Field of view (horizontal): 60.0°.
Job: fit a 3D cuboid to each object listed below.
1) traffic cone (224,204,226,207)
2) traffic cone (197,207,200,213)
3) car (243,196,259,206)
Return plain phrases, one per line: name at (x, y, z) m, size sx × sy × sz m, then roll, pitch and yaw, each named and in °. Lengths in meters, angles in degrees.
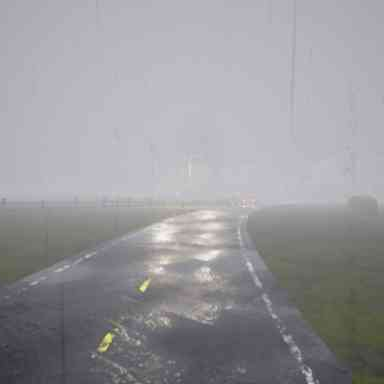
traffic cone at (5.089, 2.066, 51.582) m, size 0.340 × 0.580 × 0.340 m, roll 0°, pitch 0°, yaw 19°
traffic cone at (0.743, 2.014, 36.984) m, size 0.340 × 0.580 × 0.340 m, roll 0°, pitch 0°, yaw 14°
car at (10.473, 1.509, 59.087) m, size 2.097 × 1.767 × 4.553 m, roll 0°, pitch 0°, yaw 23°
